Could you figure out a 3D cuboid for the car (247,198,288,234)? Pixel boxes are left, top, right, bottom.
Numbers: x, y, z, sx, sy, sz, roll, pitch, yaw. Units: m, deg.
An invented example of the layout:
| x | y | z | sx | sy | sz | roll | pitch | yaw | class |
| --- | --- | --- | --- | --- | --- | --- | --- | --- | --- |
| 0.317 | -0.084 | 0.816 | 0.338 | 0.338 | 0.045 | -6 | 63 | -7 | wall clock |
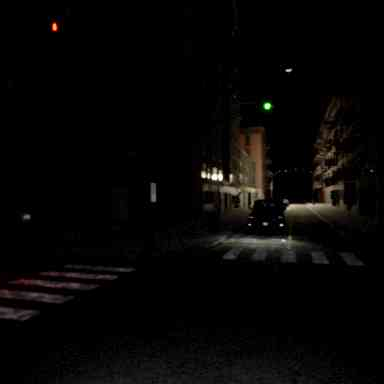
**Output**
| x | y | z | sx | sy | sz | roll | pitch | yaw | class |
| --- | --- | --- | --- | --- | --- | --- | --- | --- | --- |
| 4.946 | 1.454 | 21.625 | 2.150 | 2.045 | 5.566 | -1 | 0 | 17 | car |
